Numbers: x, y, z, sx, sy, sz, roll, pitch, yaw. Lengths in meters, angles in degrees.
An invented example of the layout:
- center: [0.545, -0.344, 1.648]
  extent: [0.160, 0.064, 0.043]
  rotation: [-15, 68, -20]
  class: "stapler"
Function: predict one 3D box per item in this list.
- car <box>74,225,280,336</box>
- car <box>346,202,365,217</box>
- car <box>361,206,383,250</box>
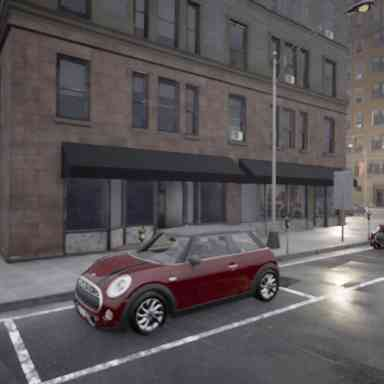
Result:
- center: [-0.178, 1.443, 6.635]
  extent: [4.097, 1.590, 1.967]
  rotation: [0, 0, -36]
  class: "car"
- center: [12.467, 1.274, 29.764]
  extent: [2.097, 1.767, 4.553]
  rotation: [1, 0, -36]
  class: "car"
- center: [8.755, 1.455, 13.031]
  extent: [4.097, 1.590, 1.967]
  rotation: [0, 0, -36]
  class: "car"
